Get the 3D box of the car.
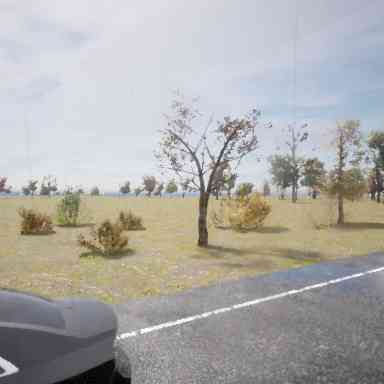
[{"bbox_3d":[-2.792,1.504,1.992,4.892,1.490,1.837,0,0,-35],"label":"car"}]
